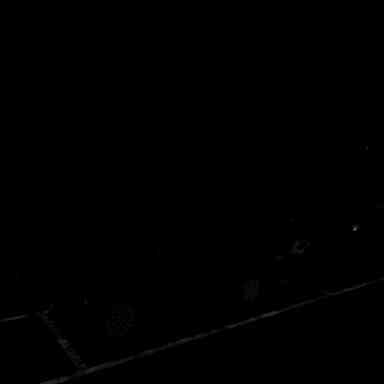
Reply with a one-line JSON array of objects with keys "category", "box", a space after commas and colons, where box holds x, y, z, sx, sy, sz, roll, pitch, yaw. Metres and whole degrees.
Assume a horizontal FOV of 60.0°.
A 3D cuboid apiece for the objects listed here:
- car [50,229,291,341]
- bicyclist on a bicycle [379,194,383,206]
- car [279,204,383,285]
[{"category": "car", "box": [-0.351, 1.546, 6.504, 4.507, 1.381, 1.887, 0, 1, -35]}, {"category": "bicyclist on a bicycle", "box": [26.803, 1.173, 46.940, 1.656, 1.620, 0.582, 0, 0, -35]}, {"category": "car", "box": [4.230, 1.319, 9.767, 5.009, 1.841, 2.192, 0, 1, -35]}]
